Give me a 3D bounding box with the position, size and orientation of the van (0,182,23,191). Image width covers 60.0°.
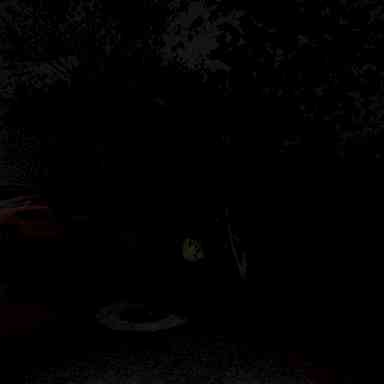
[{"bbox_3d":[-40.794,-1.175,75.257,4.442,1.987,1.878,1,1,-30],"label":"van"}]

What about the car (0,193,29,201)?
[{"bbox_3d":[-8.079,1.123,17.578,4.553,1.767,2.185,1,2,-30],"label":"car"}]

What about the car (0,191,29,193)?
[{"bbox_3d":[-12.315,0.925,24.584,5.366,1.575,1.946,1,2,-30],"label":"car"}]

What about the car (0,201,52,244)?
[{"bbox_3d":[-6.745,1.355,15.156,5.008,1.535,2.097,1,2,-30],"label":"car"}]

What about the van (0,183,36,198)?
[{"bbox_3d":[-24.361,-0.176,46.377,4.442,1.987,1.878,1,1,-30],"label":"van"}]

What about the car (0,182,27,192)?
[{"bbox_3d":[-38.242,-1.039,70.480,5.566,2.045,2.435,1,1,-30],"label":"car"}]

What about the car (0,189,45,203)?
[{"bbox_3d":[-19.034,0.428,36.828,4.792,1.488,2.163,1,2,-30],"label":"car"}]

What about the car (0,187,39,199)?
[{"bbox_3d":[-23.095,0.132,43.919,5.008,1.535,2.097,1,1,-30],"label":"car"}]

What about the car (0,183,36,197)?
[{"bbox_3d":[-27.225,-0.370,51.117,5.566,2.045,2.435,1,1,-30],"label":"car"}]

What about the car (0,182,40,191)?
[{"bbox_3d":[-14.858,0.466,29.495,5.566,2.045,2.435,1,2,-30],"label":"car"}]

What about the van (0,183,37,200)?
[{"bbox_3d":[-21.810,-0.009,41.439,4.442,1.987,1.878,1,1,-30],"label":"van"}]

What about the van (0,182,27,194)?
[{"bbox_3d":[-34.009,-0.762,63.332,4.442,1.987,1.878,1,1,-30],"label":"van"}]

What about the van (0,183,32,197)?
[{"bbox_3d":[-25.934,-0.262,48.668,4.442,1.987,1.878,1,1,-30],"label":"van"}]

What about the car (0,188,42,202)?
[{"bbox_3d":[-20.338,0.337,39.121,4.792,1.488,2.163,1,1,-30],"label":"car"}]

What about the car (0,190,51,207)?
[{"bbox_3d":[-16.285,0.638,31.879,4.792,1.488,2.163,1,2,-30],"label":"car"}]

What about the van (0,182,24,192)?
[{"bbox_3d":[-39.486,-1.095,72.959,4.442,1.987,1.878,1,1,-30],"label":"van"}]

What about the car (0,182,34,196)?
[{"bbox_3d":[-28.594,-0.453,53.524,5.566,2.045,2.435,1,1,-30],"label":"car"}]

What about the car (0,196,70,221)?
[{"bbox_3d":[-10.789,1.078,22.269,4.674,1.452,2.002,1,2,-30],"label":"car"}]
